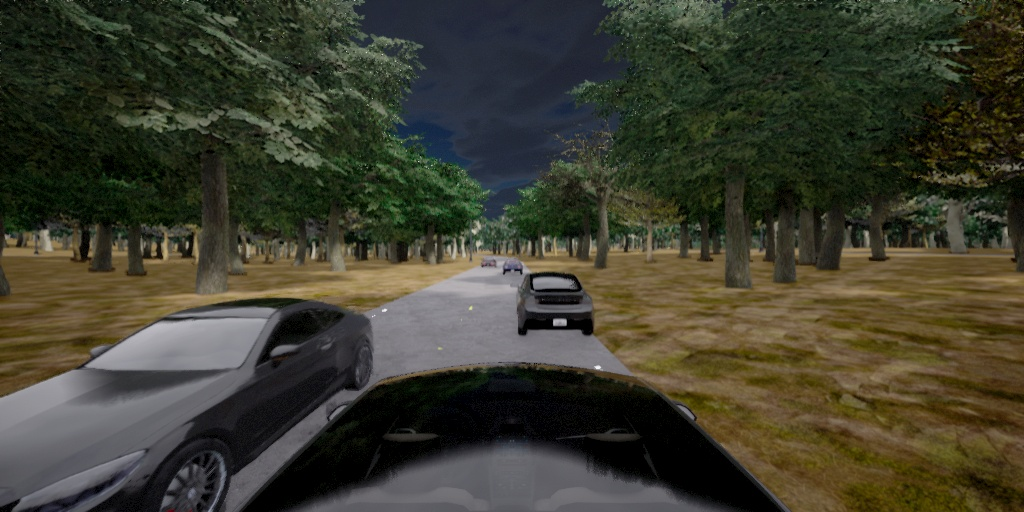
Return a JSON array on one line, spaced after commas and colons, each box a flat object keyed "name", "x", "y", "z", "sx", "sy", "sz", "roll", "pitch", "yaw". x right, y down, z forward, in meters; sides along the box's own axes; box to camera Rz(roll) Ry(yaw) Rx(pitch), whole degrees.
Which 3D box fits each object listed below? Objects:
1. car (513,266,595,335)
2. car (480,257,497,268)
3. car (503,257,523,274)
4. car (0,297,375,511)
[{"name": "car", "x": 1.055, "y": 1.196, "z": 10.286, "sx": 1.837, "sy": 1.490, "sz": 4.892, "roll": 0, "pitch": 0, "yaw": 0}, {"name": "car", "x": -3.054, "y": 0.873, "z": 47.751, "sx": 1.994, "sy": 1.385, "sz": 4.181, "roll": 0, "pitch": 1, "yaw": 0}, {"name": "car", "x": 0.087, "y": 1.053, "z": 35.586, "sx": 1.895, "sy": 1.301, "sz": 4.718, "roll": 0, "pitch": 1, "yaw": 0}, {"name": "car", "x": -3.098, "y": 1.259, "z": 4.039, "sx": 1.812, "sy": 1.442, "sz": 4.674, "roll": 0, "pitch": 0, "yaw": 0}]
